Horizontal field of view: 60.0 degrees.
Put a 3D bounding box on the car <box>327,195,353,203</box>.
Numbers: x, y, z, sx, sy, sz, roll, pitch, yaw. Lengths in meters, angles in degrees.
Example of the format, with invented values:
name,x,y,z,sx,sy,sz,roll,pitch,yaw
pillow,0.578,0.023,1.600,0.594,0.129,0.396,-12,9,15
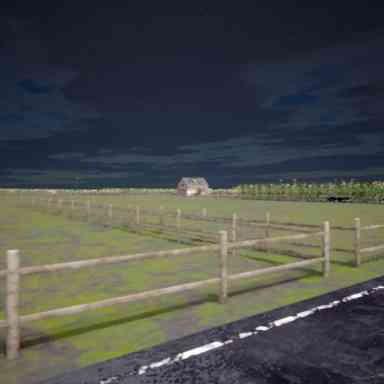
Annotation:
name,x,y,z,sx,sy,sz,roll,pitch,yaw
car,28.712,1.308,64.630,2.128,1.511,4.902,-1,1,-36
